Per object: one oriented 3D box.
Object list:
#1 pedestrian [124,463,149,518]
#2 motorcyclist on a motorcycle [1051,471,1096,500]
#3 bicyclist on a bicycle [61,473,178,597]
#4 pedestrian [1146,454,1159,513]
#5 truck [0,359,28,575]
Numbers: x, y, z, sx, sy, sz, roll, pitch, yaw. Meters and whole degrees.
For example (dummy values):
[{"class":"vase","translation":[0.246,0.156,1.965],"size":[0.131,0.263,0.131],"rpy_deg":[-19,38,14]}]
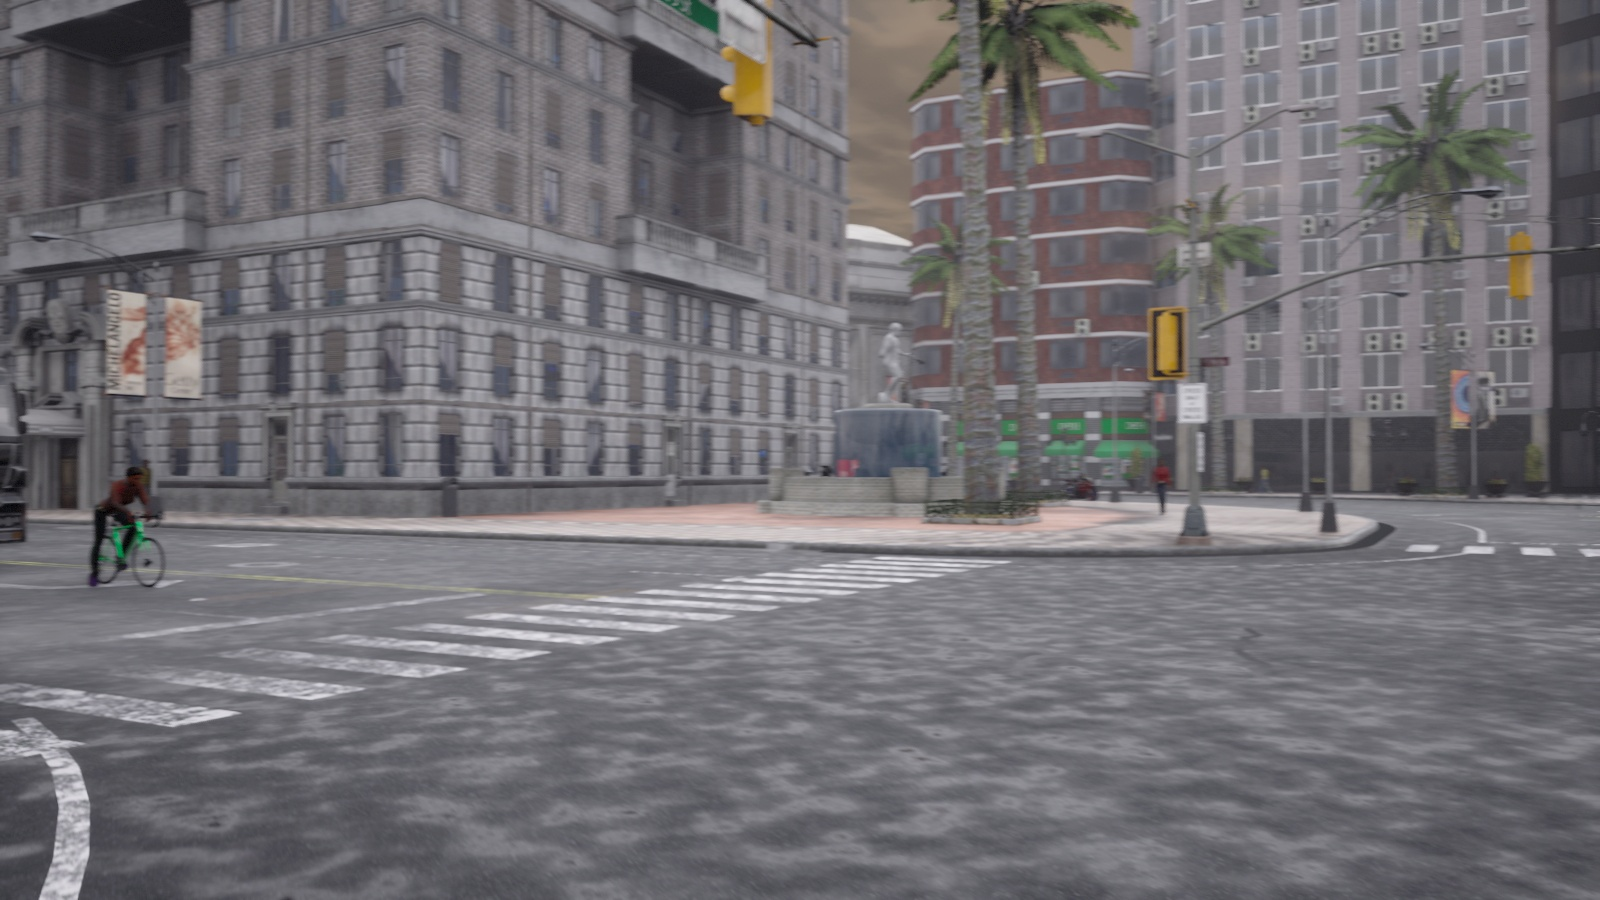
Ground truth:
[{"class":"pedestrian","translation":[-22.440,1.361,42.467],"size":[0.709,1.840,0.431],"rpy_deg":[-1,-1,33]},{"class":"motorcyclist on a motorcycle","translation":[14.332,1.853,65.845],"size":[0.866,1.530,2.191],"rpy_deg":[0,-1,-39]},{"class":"bicyclist on a bicycle","translation":[-9.310,1.129,17.168],"size":[1.656,1.620,0.582],"rpy_deg":[-1,-1,28]},{"class":"pedestrian","translation":[11.202,1.060,39.893],"size":[0.331,1.846,0.636],"rpy_deg":[-1,-1,20]},{"class":"truck","translation":[-16.824,0.319,21.158],"size":[7.936,3.462,2.891],"rpy_deg":[-1,-1,28]}]
